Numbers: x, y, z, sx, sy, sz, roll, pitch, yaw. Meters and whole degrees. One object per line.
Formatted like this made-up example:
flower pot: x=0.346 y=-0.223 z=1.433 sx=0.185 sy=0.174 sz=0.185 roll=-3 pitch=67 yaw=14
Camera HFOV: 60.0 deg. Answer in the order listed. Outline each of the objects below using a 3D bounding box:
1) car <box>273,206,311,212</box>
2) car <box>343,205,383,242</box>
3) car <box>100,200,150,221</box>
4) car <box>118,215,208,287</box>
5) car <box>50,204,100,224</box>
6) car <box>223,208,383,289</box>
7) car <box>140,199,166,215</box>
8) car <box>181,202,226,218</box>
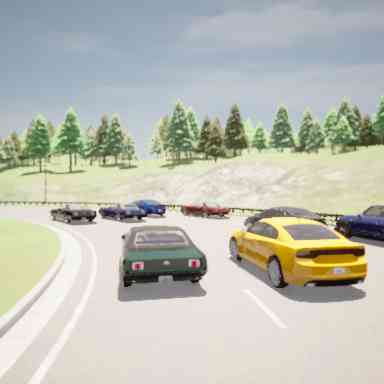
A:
car: x=4.262 y=1.454 z=15.842 sx=1.837 sy=1.490 sz=4.892 roll=0 pitch=0 yaw=-19
car: x=8.387 y=1.309 z=14.345 sx=2.097 sy=1.767 sz=4.553 roll=0 pitch=1 yaw=-16
car: x=-5.505 y=1.520 z=25.874 sx=1.895 sy=1.301 sz=4.718 roll=0 pitch=0 yaw=-39
car: x=-1.017 y=1.572 z=9.289 sx=1.895 sy=1.301 sz=4.718 roll=0 pitch=0 yaw=-12
car: x=-8.802 y=1.525 z=24.390 sx=1.895 sy=1.301 sz=4.718 roll=0 pitch=0 yaw=-40
car: x=2.557 y=1.448 z=9.264 sx=1.882 sy=1.535 sz=5.008 roll=0 pitch=0 yaw=-11
car: x=-4.372 y=1.384 z=29.784 sx=1.882 sy=1.535 sz=5.008 roll=0 pitch=0 yaw=-42
car: x=1.025 y=1.510 z=28.836 sx=1.895 sy=1.301 sz=4.718 roll=0 pitch=0 yaw=-36
